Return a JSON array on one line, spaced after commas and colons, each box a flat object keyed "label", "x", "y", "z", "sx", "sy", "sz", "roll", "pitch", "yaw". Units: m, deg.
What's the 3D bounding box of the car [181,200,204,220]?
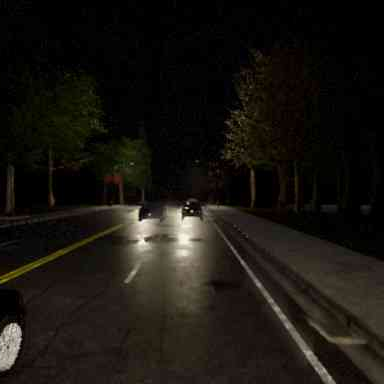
[{"label": "car", "x": 0.030, "y": 1.649, "z": 29.216, "sx": 2.033, "sy": 1.411, "sz": 5.357, "roll": 0, "pitch": 0, "yaw": 1}]

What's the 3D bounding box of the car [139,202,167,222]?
[{"label": "car", "x": -3.159, "y": 1.564, "z": 27.333, "sx": 1.882, "sy": 1.535, "sz": 5.008, "roll": 0, "pitch": 0, "yaw": 0}]

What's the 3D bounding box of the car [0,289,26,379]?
[{"label": "car", "x": -3.150, "y": 1.476, "z": 2.455, "sx": 1.882, "sy": 1.535, "sz": 5.008, "roll": 0, "pitch": 0, "yaw": 0}]
